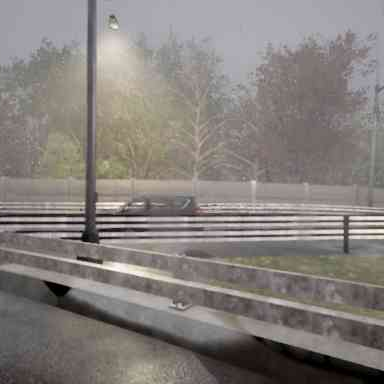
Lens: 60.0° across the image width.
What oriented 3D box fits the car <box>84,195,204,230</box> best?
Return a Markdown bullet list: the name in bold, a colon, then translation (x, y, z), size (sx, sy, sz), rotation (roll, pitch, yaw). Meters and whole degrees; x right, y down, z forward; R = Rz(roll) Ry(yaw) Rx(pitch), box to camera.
- **car**: translation (-2.202, 1.191, 15.838), size (5.566, 2.045, 2.150), rotation (-1, 1, -8)
